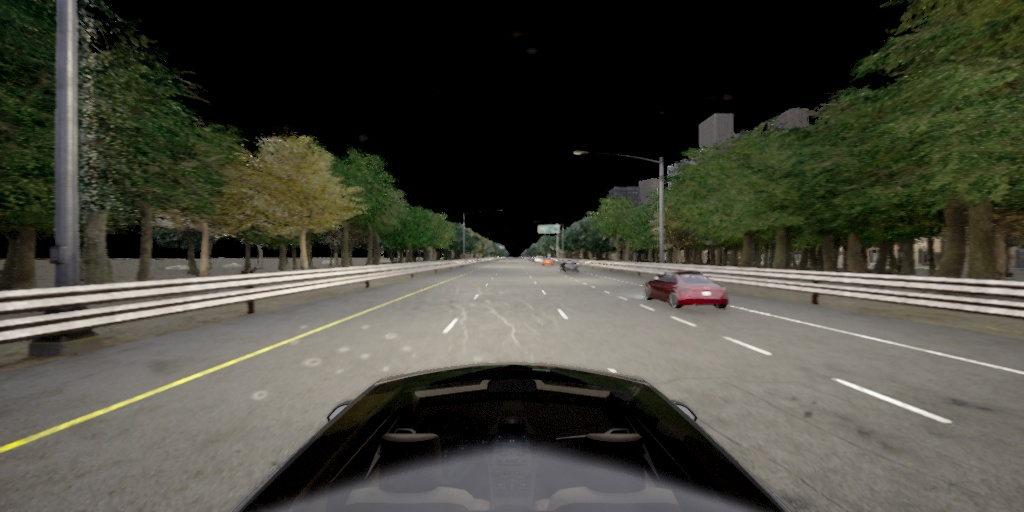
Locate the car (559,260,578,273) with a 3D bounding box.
[{"bbox_3d":[7.059,1.271,44.889,2.128,1.511,4.902,0,0,0],"label":"car"}]

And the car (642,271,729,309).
[{"bbox_3d":[6.996,1.320,14.899,1.994,1.385,4.181,0,0,0],"label":"car"}]
